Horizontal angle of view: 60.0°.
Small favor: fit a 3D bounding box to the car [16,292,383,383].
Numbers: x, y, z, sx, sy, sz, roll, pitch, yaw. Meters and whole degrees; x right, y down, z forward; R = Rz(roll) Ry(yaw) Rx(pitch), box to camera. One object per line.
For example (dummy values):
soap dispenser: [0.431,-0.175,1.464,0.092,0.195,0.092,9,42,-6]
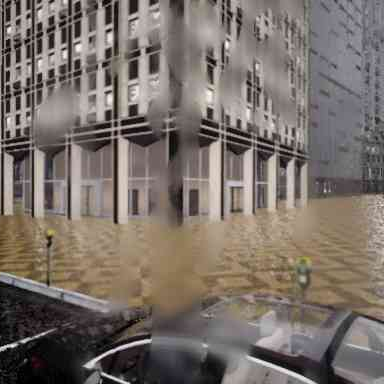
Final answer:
car: [0.310,1.556,2.644,4.403,1.369,2.008,0,0,36]
